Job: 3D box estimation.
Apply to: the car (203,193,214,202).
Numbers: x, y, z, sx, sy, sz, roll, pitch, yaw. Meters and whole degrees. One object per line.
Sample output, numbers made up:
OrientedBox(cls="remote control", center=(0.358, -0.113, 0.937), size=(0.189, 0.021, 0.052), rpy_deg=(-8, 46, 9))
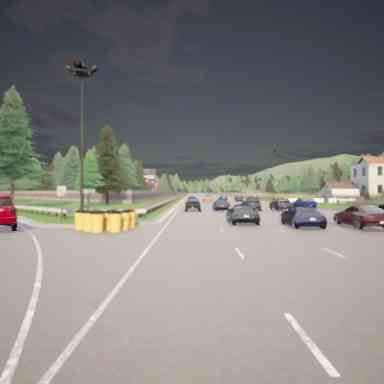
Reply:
OrientedBox(cls="car", center=(3.504, 1.371, 74.202), size=(2.097, 1.767, 4.553), rpy_deg=(0, 0, 0))

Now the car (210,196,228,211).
OrientedBox(cls="car", center=(3.601, 1.572, 40.978), size=(1.994, 1.385, 4.181), rpy_deg=(0, 0, 0))

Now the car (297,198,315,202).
OrientedBox(cls="car", center=(14.103, 1.486, 41.803), size=(1.882, 1.535, 5.008), rpy_deg=(0, 0, 0))

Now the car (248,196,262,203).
OrientedBox(cls="car", center=(14.004, 1.555, 74.231), size=(2.033, 1.411, 5.357), rpy_deg=(0, 0, 0))

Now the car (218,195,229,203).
OrientedBox(cls="car", center=(7.004, 1.541, 74.231), size=(2.128, 1.511, 4.902), rpy_deg=(0, 0, 0))

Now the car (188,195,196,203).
OrientedBox(cls="car", center=(0.004, 1.493, 73.815), size=(1.882, 1.535, 5.008), rpy_deg=(0, 0, 0))

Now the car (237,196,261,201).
OrientedBox(cls="car", center=(7.102, 1.500, 40.164), size=(2.128, 1.511, 4.902), rpy_deg=(0, 0, 0))

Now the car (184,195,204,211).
OrientedBox(cls="car", center=(0.105, 1.513, 40.242), size=(1.837, 1.490, 4.892), rpy_deg=(0, 0, 0))

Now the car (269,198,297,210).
OrientedBox(cls="car", center=(10.603, 1.500, 40.165), size=(2.128, 1.511, 4.902), rpy_deg=(0, 0, 0))

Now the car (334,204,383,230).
OrientedBox(cls="car", center=(10.588, 1.530, 20.780), size=(1.812, 1.442, 4.674), rpy_deg=(0, 0, 0))

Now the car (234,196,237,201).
OrientedBox(cls="car", center=(10.504, 1.555, 74.231), size=(2.033, 1.411, 5.357), rpy_deg=(0, 0, 0))

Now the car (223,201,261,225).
OrientedBox(cls="car", center=(3.602, 1.569, 23.948), size=(1.994, 1.385, 4.181), rpy_deg=(0, 0, 0))

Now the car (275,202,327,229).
OrientedBox(cls="car", center=(7.102, 1.568, 21.560), size=(1.994, 1.385, 4.181), rpy_deg=(0, 0, 0))

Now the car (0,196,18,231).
OrientedBox(cls="car", center=(-11.962, 1.225, 20.107), size=(2.150, 2.045, 5.566), rpy_deg=(0, 0, -34))
